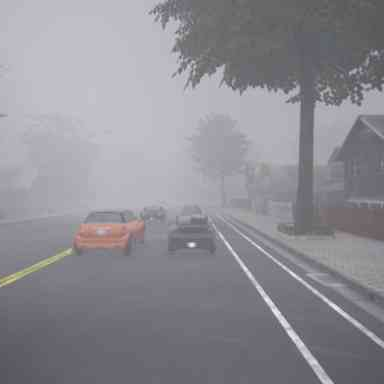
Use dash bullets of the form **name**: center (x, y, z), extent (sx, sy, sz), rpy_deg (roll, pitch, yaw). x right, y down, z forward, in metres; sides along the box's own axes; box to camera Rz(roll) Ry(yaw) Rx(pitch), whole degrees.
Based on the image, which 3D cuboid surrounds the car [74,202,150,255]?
- **car**: center (-3.253, 1.483, 14.072), extent (2.097, 1.767, 4.553), rpy_deg (0, -1, 0)

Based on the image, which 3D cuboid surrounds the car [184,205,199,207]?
- **car**: center (-0.013, 1.821, 28.990), extent (2.033, 1.411, 5.357), rpy_deg (0, -1, 0)

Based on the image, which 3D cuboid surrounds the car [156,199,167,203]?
- **car**: center (-6.537, 2.226, 71.785), extent (1.994, 1.385, 4.181), rpy_deg (0, -1, 0)

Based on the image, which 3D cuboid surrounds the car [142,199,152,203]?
- **car**: center (-9.786, 2.198, 71.784), extent (1.812, 1.442, 4.674), rpy_deg (0, -1, 0)

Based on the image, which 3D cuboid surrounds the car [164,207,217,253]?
- **car**: center (-0.003, 1.644, 14.300), extent (1.837, 1.490, 4.892), rpy_deg (0, 0, 0)

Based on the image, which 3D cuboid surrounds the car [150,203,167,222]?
- **car**: center (-3.262, 1.875, 29.104), extent (1.895, 1.301, 4.718), rpy_deg (0, 0, 0)
